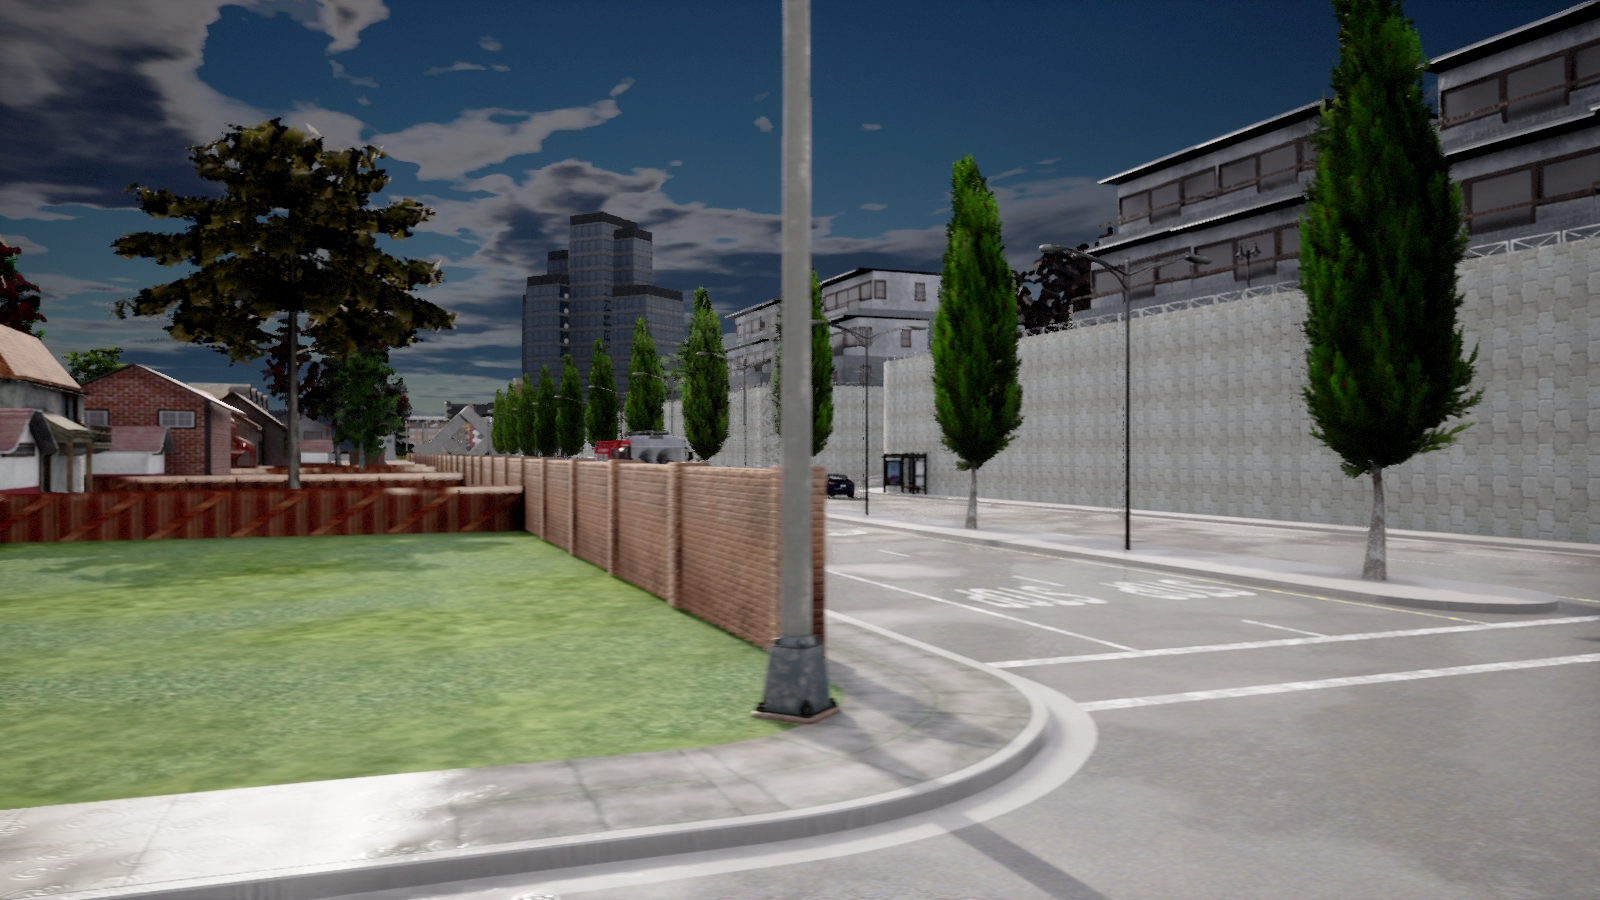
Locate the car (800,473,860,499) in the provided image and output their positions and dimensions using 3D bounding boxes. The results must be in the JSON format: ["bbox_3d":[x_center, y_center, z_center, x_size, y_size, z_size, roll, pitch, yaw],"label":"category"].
[{"bbox_3d":[1.843,2.237,71.704,2.163,1.488,4.792,0,0,-20],"label":"car"}]

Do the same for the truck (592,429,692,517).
[{"bbox_3d":[-7.629,1.018,54.129,2.891,3.827,8.468,0,0,-21],"label":"truck"}]
